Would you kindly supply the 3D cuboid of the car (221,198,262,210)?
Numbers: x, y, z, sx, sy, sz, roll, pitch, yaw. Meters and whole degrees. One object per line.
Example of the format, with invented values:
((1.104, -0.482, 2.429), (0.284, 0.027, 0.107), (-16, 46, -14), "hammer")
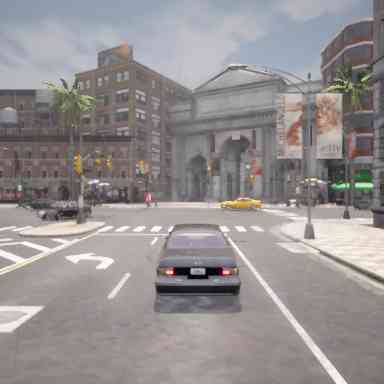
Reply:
((6.056, 1.474, 41.206), (5.008, 1.535, 1.882), (0, 0, 1), "car")

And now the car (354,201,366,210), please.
((22.292, 1.559, 41.017), (4.181, 1.385, 1.994), (0, 0, 0), "car")

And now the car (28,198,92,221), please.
((-10.404, 1.489, 27.384), (2.128, 1.511, 4.902), (0, 0, 25), "car")

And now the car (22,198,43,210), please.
((-18.525, 1.502, 41.454), (4.892, 1.490, 1.837), (0, 0, 1), "car")

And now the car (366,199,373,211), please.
((22.719, 1.523, 37.518), (4.674, 1.442, 1.812), (0, 0, 1), "car")

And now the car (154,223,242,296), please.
((0.114, 1.547, 8.800), (2.033, 1.411, 5.357), (0, 0, 0), "car")
